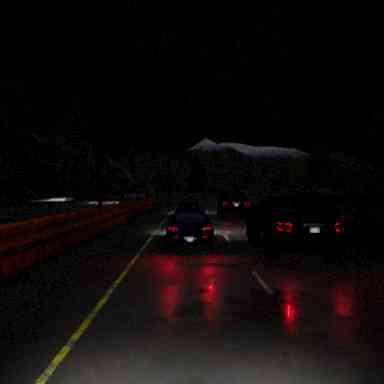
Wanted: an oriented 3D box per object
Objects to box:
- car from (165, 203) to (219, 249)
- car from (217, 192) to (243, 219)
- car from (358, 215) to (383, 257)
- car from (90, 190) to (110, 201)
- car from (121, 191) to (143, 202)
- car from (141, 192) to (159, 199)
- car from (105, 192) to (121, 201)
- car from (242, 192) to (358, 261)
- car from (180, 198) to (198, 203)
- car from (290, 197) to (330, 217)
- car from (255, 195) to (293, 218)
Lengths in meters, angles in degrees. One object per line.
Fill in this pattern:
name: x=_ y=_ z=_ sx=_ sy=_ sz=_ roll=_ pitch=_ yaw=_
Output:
car: x=-0.078 y=1.419 z=13.779 sx=1.812 sy=1.442 sz=4.674 roll=0 pitch=1 yaw=0
car: x=3.274 y=1.016 z=26.992 sx=2.150 sy=2.045 sz=5.566 roll=0 pitch=1 yaw=1
car: x=6.926 y=1.503 z=12.563 sx=1.895 sy=1.301 sz=4.718 roll=0 pitch=0 yaw=0
car: x=-17.483 y=0.732 z=63.903 sx=2.150 sy=2.045 sz=5.566 roll=0 pitch=1 yaw=12
car: x=-10.698 y=0.746 z=62.109 sx=2.150 sy=2.045 sz=5.566 roll=0 pitch=0 yaw=12
car: x=-7.304 y=1.095 z=61.225 sx=1.994 sy=1.385 sz=4.181 roll=0 pitch=0 yaw=13
car: x=-14.073 y=1.119 z=63.062 sx=1.895 sy=1.301 sz=4.718 roll=0 pitch=0 yaw=12
car: x=3.426 y=1.130 z=11.980 sx=2.150 sy=2.045 sz=5.566 roll=0 pitch=1 yaw=0
car: x=-0.202 y=1.290 z=28.106 sx=1.837 sy=1.490 sz=4.892 roll=0 pitch=1 yaw=1
car: x=10.319 y=1.251 z=29.488 sx=1.882 sy=1.535 sz=5.008 roll=0 pitch=1 yaw=1
car: x=6.800 y=1.136 z=28.075 sx=2.097 sy=1.767 sz=4.553 roll=0 pitch=0 yaw=1
